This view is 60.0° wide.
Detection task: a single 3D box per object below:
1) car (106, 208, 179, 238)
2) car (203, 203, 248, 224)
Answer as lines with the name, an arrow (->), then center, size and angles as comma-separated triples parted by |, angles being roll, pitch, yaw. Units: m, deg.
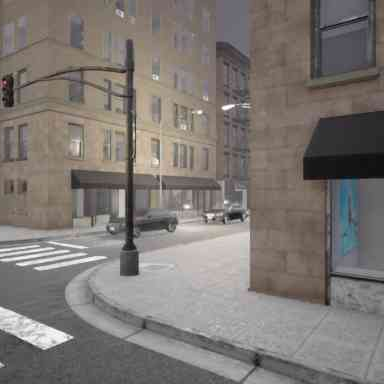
car -> -2.637, 1.619, 18.741 | 1.812, 1.442, 4.674 | 0, 0, 37
car -> 2.709, 1.640, 26.277 | 2.128, 1.511, 4.902 | 0, 0, 35
